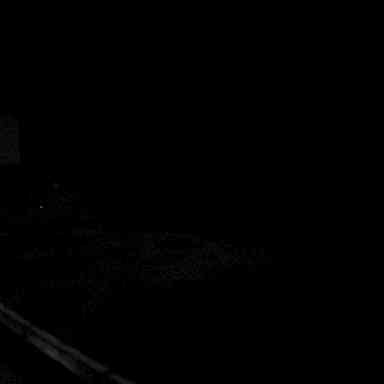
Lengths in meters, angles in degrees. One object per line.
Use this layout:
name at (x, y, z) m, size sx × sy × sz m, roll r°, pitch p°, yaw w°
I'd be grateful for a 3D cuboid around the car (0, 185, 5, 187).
car at (-45.950, -1.304, 75.871) m, size 2.163 × 1.488 × 4.792 m, roll -5°, pitch -3°, yaw 12°

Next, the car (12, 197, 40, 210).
car at (-23.792, 1.538, 47.786) m, size 2.097 × 1.767 × 4.553 m, roll -4°, pitch 0°, yaw 1°

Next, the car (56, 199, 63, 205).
car at (-24.400, 1.876, 64.925) m, size 1.812 × 1.442 × 4.674 m, roll -5°, pitch -1°, yaw 16°

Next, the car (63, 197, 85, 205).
car at (-21.475, 1.674, 62.621) m, size 1.994 × 1.385 × 4.181 m, roll -5°, pitch -1°, yaw 18°

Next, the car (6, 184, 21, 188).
car at (-44.876, -1.129, 81.283) m, size 2.002 × 1.452 × 4.674 m, roll -5°, pitch -3°, yaw 11°
